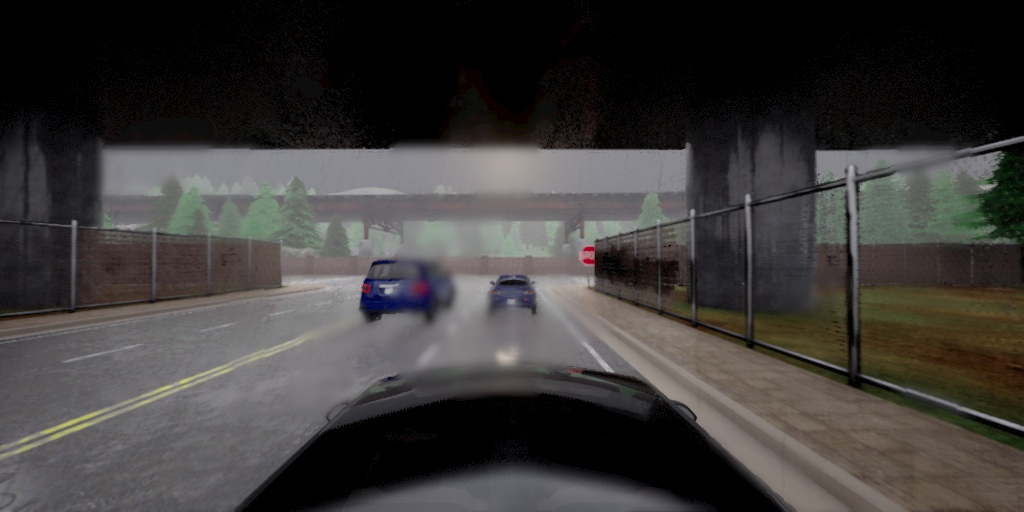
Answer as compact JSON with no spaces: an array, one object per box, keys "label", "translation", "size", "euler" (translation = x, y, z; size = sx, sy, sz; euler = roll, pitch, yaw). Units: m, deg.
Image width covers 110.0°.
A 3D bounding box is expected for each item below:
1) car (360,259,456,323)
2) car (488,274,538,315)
[{"label":"car","translation":[-3.464,1.126,12.936],"size":[2.150,2.045,5.566],"euler":[0,-1,1]},{"label":"car","translation":[0.054,1.450,14.514],"size":[1.812,1.442,4.674],"euler":[0,-1,1]}]
